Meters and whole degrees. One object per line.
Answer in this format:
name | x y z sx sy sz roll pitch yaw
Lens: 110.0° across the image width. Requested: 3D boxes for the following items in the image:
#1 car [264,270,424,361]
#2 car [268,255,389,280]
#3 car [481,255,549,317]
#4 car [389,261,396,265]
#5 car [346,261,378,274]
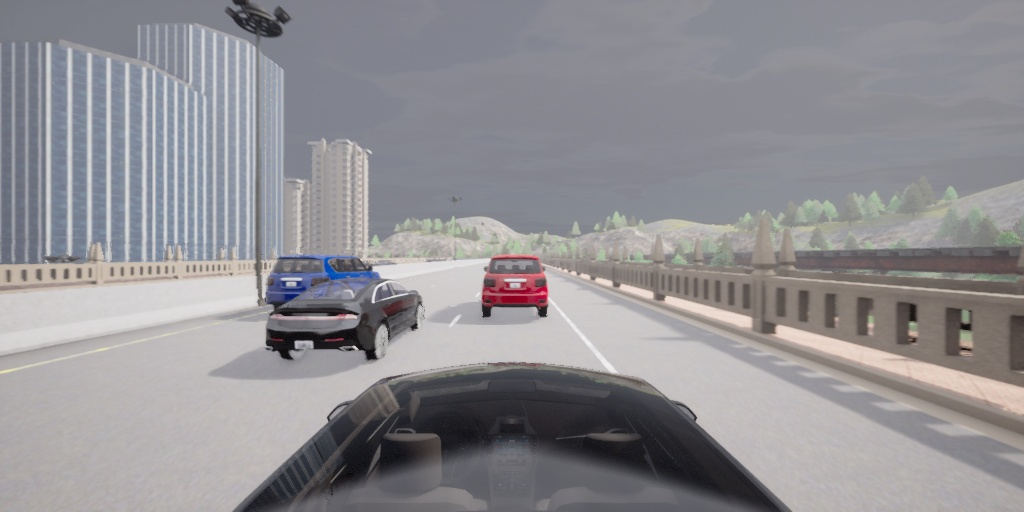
car | -3.403 1.242 8.290 2.128 1.511 4.902 0 0 0
car | -6.905 0.973 13.894 2.150 2.045 5.566 0 0 0
car | 0.094 0.973 13.403 2.150 2.045 5.566 0 0 0
car | -14.083 1.245 39.165 2.128 1.511 4.902 0 0 0
car | -17.558 1.318 42.225 1.994 1.385 4.181 0 0 1
